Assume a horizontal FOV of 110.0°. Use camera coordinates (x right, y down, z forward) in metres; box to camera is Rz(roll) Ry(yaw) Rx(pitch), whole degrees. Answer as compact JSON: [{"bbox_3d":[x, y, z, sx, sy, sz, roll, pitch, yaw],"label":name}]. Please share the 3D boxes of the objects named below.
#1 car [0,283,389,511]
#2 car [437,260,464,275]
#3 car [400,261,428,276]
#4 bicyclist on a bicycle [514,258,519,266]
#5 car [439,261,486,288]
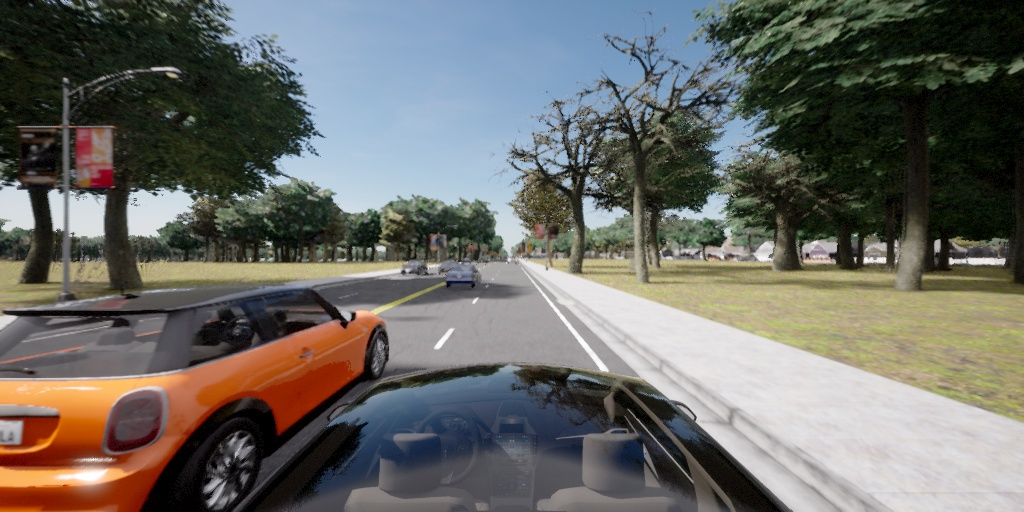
[{"bbox_3d":[-3.150,1.099,4.321,2.097,1.767,4.553,0,0,0],"label":"car"},{"bbox_3d":[-6.593,1.228,37.987,1.837,1.490,4.892,0,0,0],"label":"car"},{"bbox_3d":[-9.844,1.216,36.436,2.128,1.511,4.902,0,0,0],"label":"car"},{"bbox_3d":[0.895,1.148,64.511,0.866,1.612,1.509,0,0,0],"label":"bicyclist on a bicycle"},{"bbox_3d":[-3.150,1.276,23.863,2.033,1.411,5.357,0,0,0],"label":"car"}]
